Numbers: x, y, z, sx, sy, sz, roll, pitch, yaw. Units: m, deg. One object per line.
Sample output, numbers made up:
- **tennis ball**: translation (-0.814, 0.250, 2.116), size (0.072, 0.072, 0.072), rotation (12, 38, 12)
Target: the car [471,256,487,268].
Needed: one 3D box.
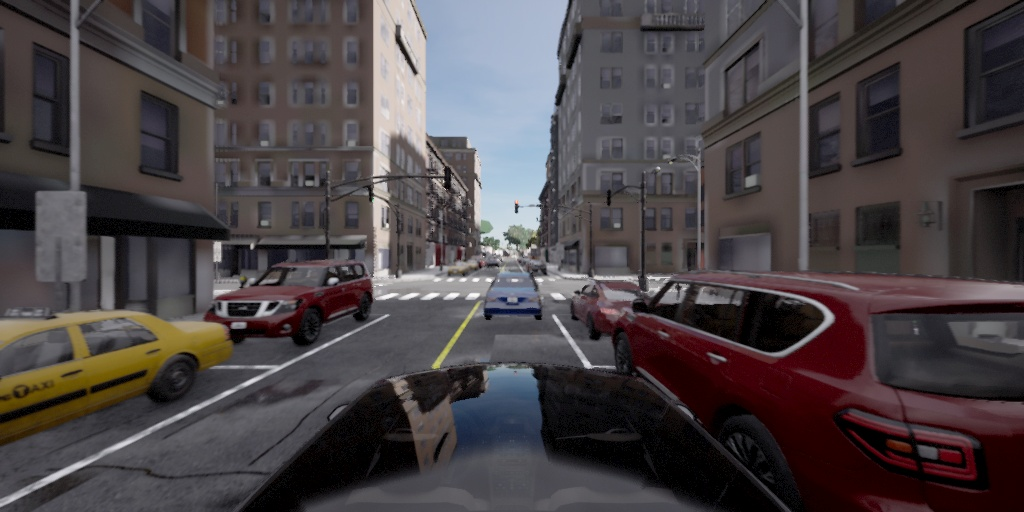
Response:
- **car**: translation (-5.399, 0.929, 53.060), size (2.192, 1.841, 5.009), rotation (0, 0, 0)

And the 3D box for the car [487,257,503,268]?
- **car**: translation (-2.813, 1.208, 55.752), size (1.895, 1.301, 4.718), rotation (0, 0, 0)

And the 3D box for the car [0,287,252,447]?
- **car**: translation (-5.399, 1.269, 3.758), size (1.751, 1.417, 4.829), rotation (0, 0, 0)

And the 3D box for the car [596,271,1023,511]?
- **car**: translation (2.639, 1.059, 3.926), size (2.192, 1.841, 5.009), rotation (0, 0, 0)

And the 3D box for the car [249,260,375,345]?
- **car**: translation (-5.398, 1.043, 9.607), size (2.192, 1.841, 5.009), rotation (0, 0, 0)

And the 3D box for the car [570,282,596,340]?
- **car**: translation (2.640, 1.311, 9.605), size (1.802, 1.307, 4.207), rotation (0, 0, 0)

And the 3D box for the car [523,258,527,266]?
- **car**: translation (2.646, 1.188, 42.095), size (1.888, 1.381, 4.507), rotation (0, 0, 0)

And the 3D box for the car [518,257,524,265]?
- **car**: translation (2.651, 1.137, 64.022), size (2.007, 1.370, 4.403), rotation (0, 0, 0)

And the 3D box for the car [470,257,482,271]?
- **car**: translation (-5.402, 1.154, 47.408), size (1.751, 1.417, 4.829), rotation (0, 0, 0)

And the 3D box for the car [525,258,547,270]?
- **car**: translation (2.645, 1.207, 36.613), size (2.007, 1.370, 4.403), rotation (0, 0, 0)

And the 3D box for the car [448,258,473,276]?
- **car**: translation (-5.408, 1.182, 36.445), size (1.751, 1.417, 4.829), rotation (0, 0, 0)

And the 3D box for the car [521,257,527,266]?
- **car**: translation (2.648, 1.179, 47.577), size (2.007, 1.370, 4.403), rotation (0, 0, 0)

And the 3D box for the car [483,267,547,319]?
- **car**: translation (0.103, 1.269, 12.578), size (2.033, 1.411, 5.357), rotation (0, 0, 2)
